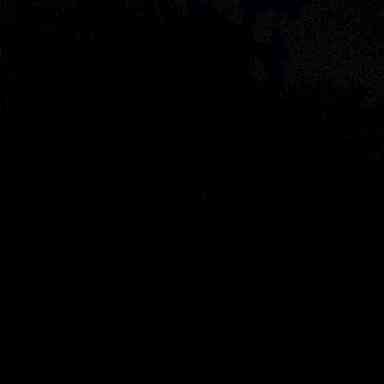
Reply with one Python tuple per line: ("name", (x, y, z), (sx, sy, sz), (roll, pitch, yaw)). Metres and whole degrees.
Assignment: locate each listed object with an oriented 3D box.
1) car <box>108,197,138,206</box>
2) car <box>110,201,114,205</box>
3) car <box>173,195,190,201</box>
("car", (-12.828, 1.746, 62.289), (2.033, 1.411, 5.357), (-4, -2, 37))
("car", (-11.418, 1.569, 59.074), (2.033, 1.411, 5.357), (-5, -2, 36))
("car", (-2.343, 1.243, 71.655), (1.994, 1.385, 4.181), (-5, -2, 36))
